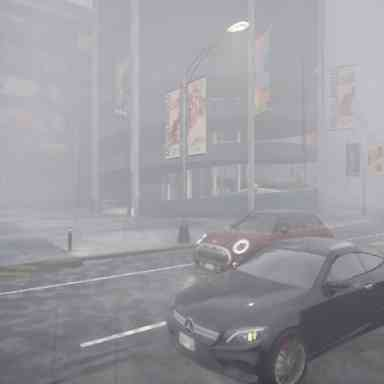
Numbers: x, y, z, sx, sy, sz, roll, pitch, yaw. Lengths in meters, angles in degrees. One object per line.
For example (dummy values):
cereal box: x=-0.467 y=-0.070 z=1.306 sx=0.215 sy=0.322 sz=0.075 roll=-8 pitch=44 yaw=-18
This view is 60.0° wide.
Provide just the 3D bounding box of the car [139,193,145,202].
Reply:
car: x=-11.022 y=1.028 z=63.943 sx=2.435 sy=2.045 sz=5.566 roll=0 pitch=0 yaw=-36

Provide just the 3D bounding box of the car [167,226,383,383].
car: x=1.824 y=1.526 z=5.341 sx=4.674 sy=1.442 sz=1.812 roll=0 pitch=0 yaw=-36

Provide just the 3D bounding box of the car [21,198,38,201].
car: x=-25.528 y=1.463 z=52.433 sx=1.895 sy=1.301 sz=4.718 roll=0 pitch=0 yaw=-36

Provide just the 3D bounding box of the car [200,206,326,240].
car: x=2.262 y=1.352 z=9.992 sx=4.553 sy=1.767 sz=2.097 roll=0 pitch=0 yaw=-36
